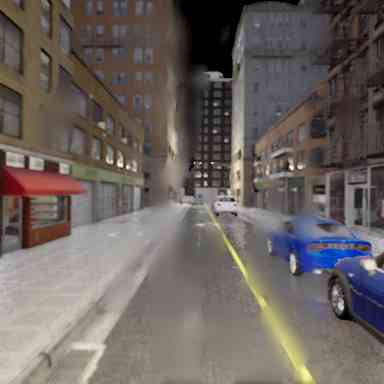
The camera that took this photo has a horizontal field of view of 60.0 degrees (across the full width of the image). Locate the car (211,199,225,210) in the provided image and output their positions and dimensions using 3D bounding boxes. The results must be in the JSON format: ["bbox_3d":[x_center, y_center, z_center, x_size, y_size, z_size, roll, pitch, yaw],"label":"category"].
[{"bbox_3d":[3.647,1.751,47.535,1.812,1.442,4.674,1,0,1],"label":"car"}]

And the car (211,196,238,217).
[{"bbox_3d":[3.439,1.394,34.429,2.150,2.045,5.566,1,0,1],"label":"car"}]

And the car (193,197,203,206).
[{"bbox_3d":[1.158,1.757,60.880,1.837,1.490,4.892,1,-1,1],"label":"car"}]

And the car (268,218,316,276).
[{"bbox_3d":[3.743,1.561,10.612,1.882,1.535,5.008,1,0,1],"label":"car"}]

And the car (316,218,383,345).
[{"bbox_3d":[3.624,1.411,4.584,2.097,1.767,4.553,1,0,1],"label":"car"}]
